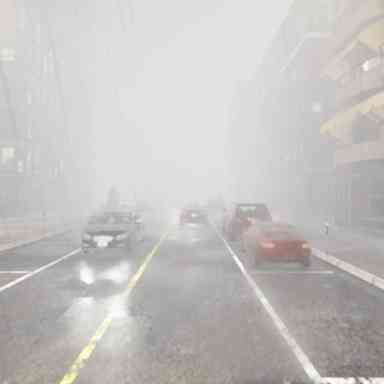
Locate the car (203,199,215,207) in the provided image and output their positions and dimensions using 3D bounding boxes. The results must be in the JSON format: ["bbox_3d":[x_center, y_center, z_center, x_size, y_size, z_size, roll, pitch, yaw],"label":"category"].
[{"bbox_3d":[2.924,1.826,56.472,1.802,1.307,4.206,1,0,0],"label":"car"}]

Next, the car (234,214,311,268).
[{"bbox_3d":[2.685,1.632,11.222,1.802,1.307,4.206,1,0,0],"label":"car"}]

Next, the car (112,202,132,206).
[{"bbox_3d":[-5.644,1.650,22.584,2.008,1.369,4.403,1,0,0],"label":"car"}]

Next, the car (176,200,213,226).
[{"bbox_3d":[0.137,1.611,24.561,2.163,1.488,4.792,0,0,0],"label":"car"}]

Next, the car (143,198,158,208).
[{"bbox_3d":[-5.617,1.613,39.554,1.967,1.590,4.097,1,0,0],"label":"car"}]

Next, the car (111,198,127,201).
[{"bbox_3d":[-18.581,2.084,84.886,4.313,1.339,1.947,0,-1,0],"label":"car"}]

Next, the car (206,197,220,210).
[{"bbox_3d":[2.732,1.487,39.504,2.192,1.841,5.009,1,0,0],"label":"car"}]

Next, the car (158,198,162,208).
[{"bbox_3d":[-5.600,1.661,50.866,1.967,1.590,4.097,1,0,0],"label":"car"}]

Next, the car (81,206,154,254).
[{"bbox_3d":[-3.079,1.553,13.893,2.128,1.511,4.902,0,0,0],"label":"car"}]

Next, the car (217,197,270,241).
[{"bbox_3d":[2.697,1.389,16.879,2.192,1.841,5.009,1,0,0],"label":"car"}]

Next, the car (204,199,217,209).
[{"bbox_3d":[2.745,1.802,50.816,1.802,1.307,4.206,1,0,0],"label":"car"}]

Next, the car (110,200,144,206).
[{"bbox_3d":[-5.636,1.674,28.241,2.008,1.369,4.403,1,0,0],"label":"car"}]

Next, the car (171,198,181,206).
[{"bbox_3d":[-2.906,1.817,62.655,2.033,1.411,5.357,0,0,0],"label":"car"}]

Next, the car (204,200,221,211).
[{"bbox_3d":[2.737,1.762,45.159,1.947,1.339,4.313,1,0,0],"label":"car"}]

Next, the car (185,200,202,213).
[{"bbox_3d":[0.164,1.729,41.858,2.033,1.411,5.357,0,0,0],"label":"car"}]
